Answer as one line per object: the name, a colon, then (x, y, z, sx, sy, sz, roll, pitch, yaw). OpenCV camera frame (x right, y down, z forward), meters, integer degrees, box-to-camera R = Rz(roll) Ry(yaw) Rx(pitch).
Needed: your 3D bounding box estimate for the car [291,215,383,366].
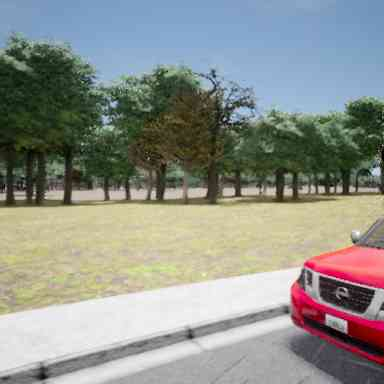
car: (4.183, 1.260, 5.396, 5.566, 2.045, 2.150, 0, 0, -29)
